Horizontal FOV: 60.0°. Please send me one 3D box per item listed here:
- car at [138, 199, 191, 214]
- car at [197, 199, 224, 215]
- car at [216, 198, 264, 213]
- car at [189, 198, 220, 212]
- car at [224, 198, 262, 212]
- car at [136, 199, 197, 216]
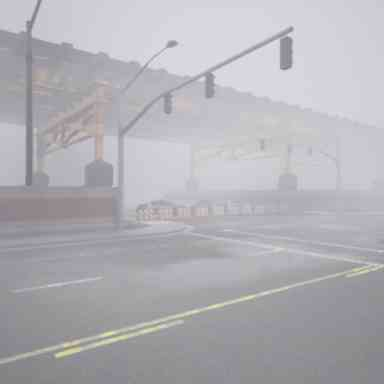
[{"bbox_3d":[-2.467,1.279,30.319,4.536,1.218,1.853,0,0,8],"label":"car"},{"bbox_3d":[1.330,1.432,32.997,2.038,1.542,4.974,0,0,18],"label":"car"},{"bbox_3d":[5.241,1.426,36.756,4.974,1.542,2.038,0,0,-7],"label":"car"},{"bbox_3d":[1.345,1.274,33.046,1.853,1.218,4.536,0,0,18],"label":"car"},{"bbox_3d":[5.189,1.269,36.749,4.536,1.218,1.853,0,0,-7],"label":"car"},{"bbox_3d":[-2.416,1.436,30.312,4.974,1.542,2.038,0,0,8],"label":"car"}]
